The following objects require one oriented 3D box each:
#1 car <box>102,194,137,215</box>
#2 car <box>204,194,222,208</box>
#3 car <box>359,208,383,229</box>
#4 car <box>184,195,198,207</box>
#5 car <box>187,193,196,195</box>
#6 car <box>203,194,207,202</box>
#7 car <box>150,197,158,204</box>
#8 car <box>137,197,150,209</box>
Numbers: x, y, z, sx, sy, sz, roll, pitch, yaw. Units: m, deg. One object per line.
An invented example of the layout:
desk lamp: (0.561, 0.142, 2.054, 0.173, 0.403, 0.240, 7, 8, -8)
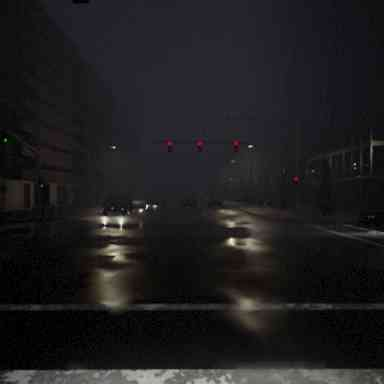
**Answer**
car: (-7.464, 1.192, 33.976, 2.150, 2.045, 5.566, 0, 0, 0)
car: (3.289, 1.449, 48.037, 2.128, 1.511, 4.902, 0, 0, 1)
car: (13.424, 1.514, 21.459, 5.008, 1.535, 1.882, 0, 0, 0)
car: (-0.204, 1.521, 48.704, 1.994, 1.385, 4.181, 0, 0, 1)
car: (-0.063, 1.163, 71.091, 2.150, 2.045, 5.566, 0, 0, 1)
car: (3.438, 1.292, 71.772, 2.097, 1.767, 4.553, 0, 0, 1)
car: (-7.255, 1.548, 60.051, 1.895, 1.301, 4.718, 0, 0, 1)
car: (-7.428, 1.486, 45.617, 1.812, 1.442, 4.674, 0, 0, 1)
